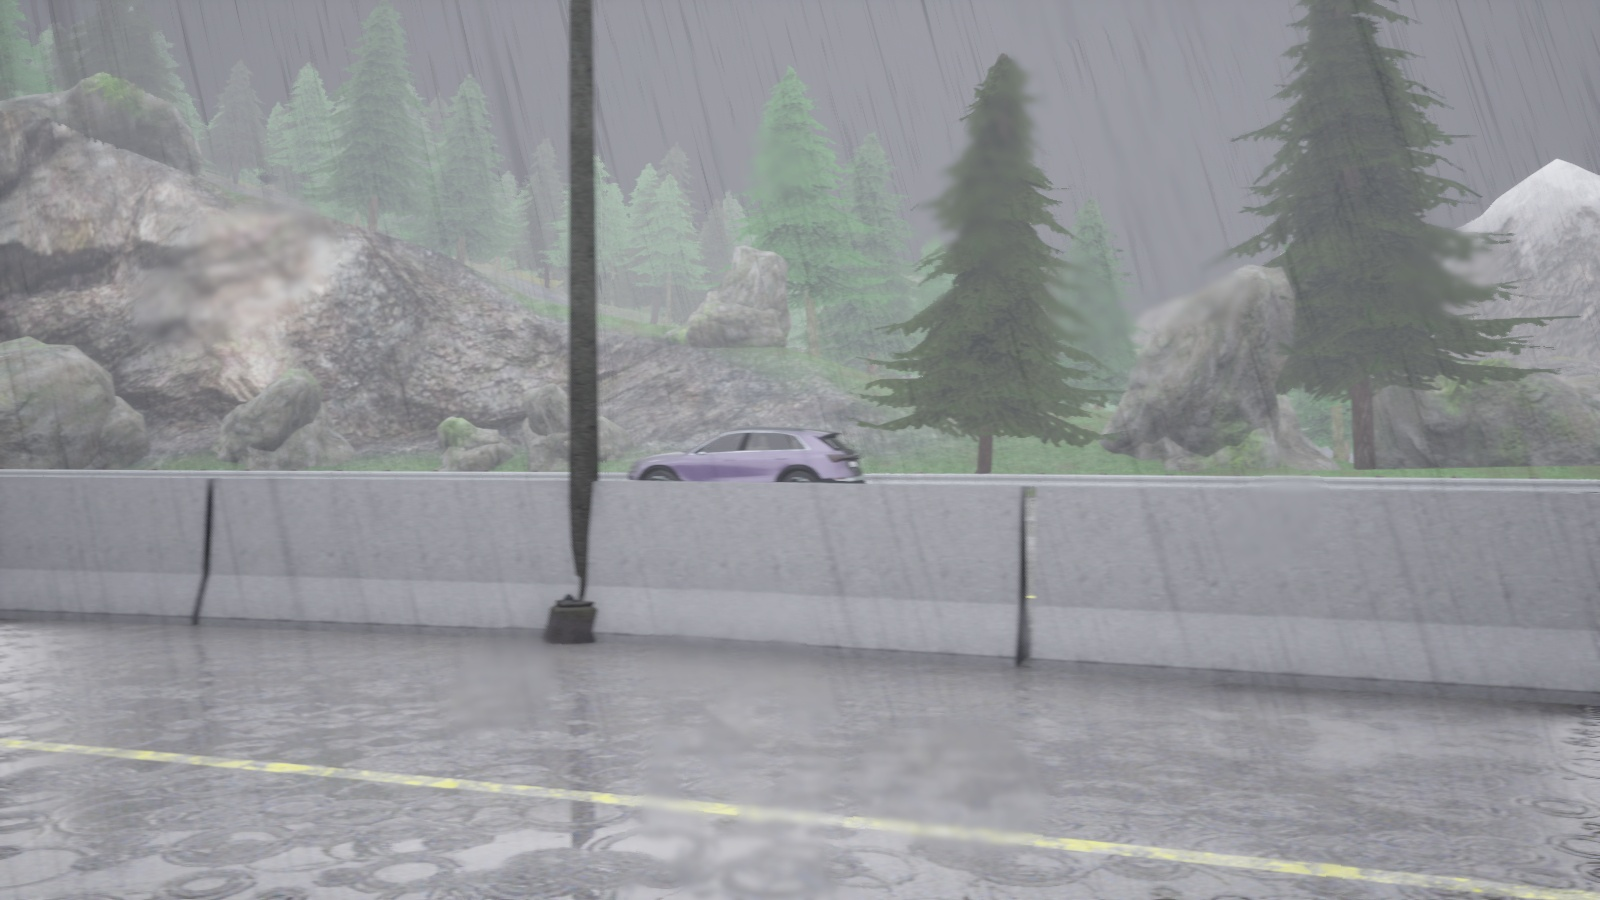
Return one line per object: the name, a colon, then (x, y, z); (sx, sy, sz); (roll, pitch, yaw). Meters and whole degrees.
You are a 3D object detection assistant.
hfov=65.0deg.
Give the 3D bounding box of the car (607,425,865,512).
car: (-1.271, 0.337, 25.574); (4.856, 1.649, 2.033); (0, 1, 16)
